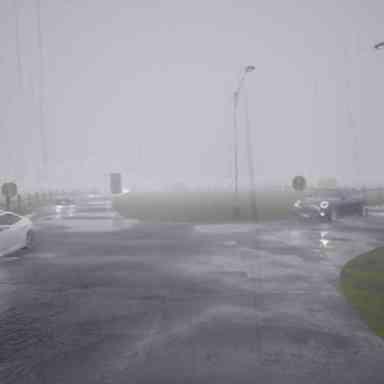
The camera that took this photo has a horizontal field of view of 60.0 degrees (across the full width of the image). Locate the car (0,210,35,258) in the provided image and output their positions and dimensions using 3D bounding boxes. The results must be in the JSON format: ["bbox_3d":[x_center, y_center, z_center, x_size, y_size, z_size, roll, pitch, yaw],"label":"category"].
[{"bbox_3d":[-6.231,1.312,9.869,1.812,1.442,4.674,0,2,-6],"label":"car"}]

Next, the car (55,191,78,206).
[{"bbox_3d":[-13.324,0.614,35.547,2.033,1.411,5.357,-1,2,-14],"label":"car"}]

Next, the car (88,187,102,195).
[{"bbox_3d":[-17.855,-0.167,61.179,1.994,1.385,4.181,-1,2,-7],"label":"car"}]

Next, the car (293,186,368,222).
[{"bbox_3d":[7.542,0.530,18.074,4.553,1.767,2.097,-3,3,-36],"label":"car"}]
